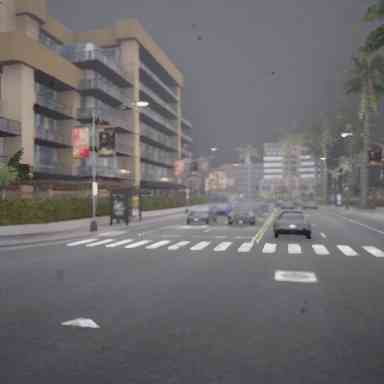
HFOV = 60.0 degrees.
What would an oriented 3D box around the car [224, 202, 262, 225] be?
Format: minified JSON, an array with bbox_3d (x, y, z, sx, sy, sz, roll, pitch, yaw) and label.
[{"bbox_3d":[4.284,1.707,27.208,2.097,1.767,4.553,-1,-1,16],"label":"car"}]

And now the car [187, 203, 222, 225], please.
[{"bbox_3d":[0.966,1.928,28.335,1.812,1.442,4.674,-1,-1,16],"label":"car"}]

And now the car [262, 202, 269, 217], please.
[{"bbox_3d":[6.887,2.007,36.312,2.033,1.411,5.357,-1,-1,16],"label":"car"}]

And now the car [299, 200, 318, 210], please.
[{"bbox_3d":[19.048,2.157,53.764,1.994,1.385,4.181,-1,-1,12],"label":"car"}]

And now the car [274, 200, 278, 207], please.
[{"bbox_3d":[17.003,2.282,63.837,1.812,1.442,4.674,-1,-1,4],"label":"car"}]

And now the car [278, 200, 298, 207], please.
[{"bbox_3d":[15.512,2.194,53.983,1.994,1.385,4.181,-1,-1,12],"label":"car"}]

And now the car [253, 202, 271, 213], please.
[{"bbox_3d":[9.827,2.126,46.559,2.033,1.411,5.357,-1,-1,16],"label":"car"}]

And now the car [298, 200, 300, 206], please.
[{"bbox_3d":[20.488,2.209,63.516,2.128,1.511,4.902,-1,-1,4],"label":"car"}]

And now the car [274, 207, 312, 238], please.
[{"bbox_3d":[5.824,1.790,19.308,1.994,1.385,4.181,-1,-1,16],"label":"car"}]

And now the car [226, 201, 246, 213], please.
[{"bbox_3d":[6.306,2.112,47.121,2.128,1.511,4.902,-1,-1,16],"label":"car"}]

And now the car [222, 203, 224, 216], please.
[{"bbox_3d":[3.520,1.984,37.286,1.882,1.535,5.008,-1,-1,16],"label":"car"}]
